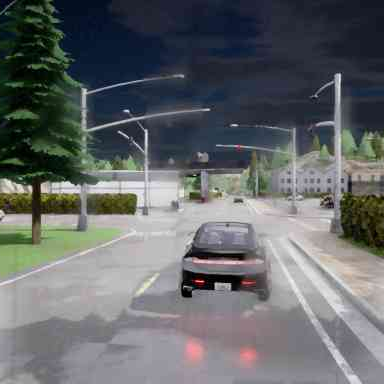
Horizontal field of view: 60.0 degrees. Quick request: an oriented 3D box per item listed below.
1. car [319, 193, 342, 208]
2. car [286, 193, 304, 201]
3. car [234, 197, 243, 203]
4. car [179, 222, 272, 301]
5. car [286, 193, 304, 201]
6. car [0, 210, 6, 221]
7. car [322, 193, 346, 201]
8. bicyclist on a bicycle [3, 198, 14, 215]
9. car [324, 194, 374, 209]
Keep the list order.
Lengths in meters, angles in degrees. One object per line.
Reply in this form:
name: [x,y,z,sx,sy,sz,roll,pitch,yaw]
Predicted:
car: [18.680,1.330,41.724,5.027,1.636,2.152,0,0,8]
car: [23.376,1.361,75.658,3.806,1.475,1.970,0,0,8]
car: [9.451,1.601,67.387,1.895,1.301,4.718,0,0,8]
car: [0.886,1.492,8.398,2.128,1.511,4.902,0,0,8]
car: [24.442,1.077,78.866,3.866,1.878,1.905,0,0,8]
car: [-16.577,1.526,25.188,4.674,1.442,1.812,0,0,8]
car: [31.779,1.097,74.520,4.605,1.855,1.932,0,0,8]
bicyclist on a bicycle: [-17.956,1.453,32.524,0.582,1.620,1.656,0,0,7]
car: [18.297,1.340,38.610,4.514,1.523,2.007,0,0,8]
